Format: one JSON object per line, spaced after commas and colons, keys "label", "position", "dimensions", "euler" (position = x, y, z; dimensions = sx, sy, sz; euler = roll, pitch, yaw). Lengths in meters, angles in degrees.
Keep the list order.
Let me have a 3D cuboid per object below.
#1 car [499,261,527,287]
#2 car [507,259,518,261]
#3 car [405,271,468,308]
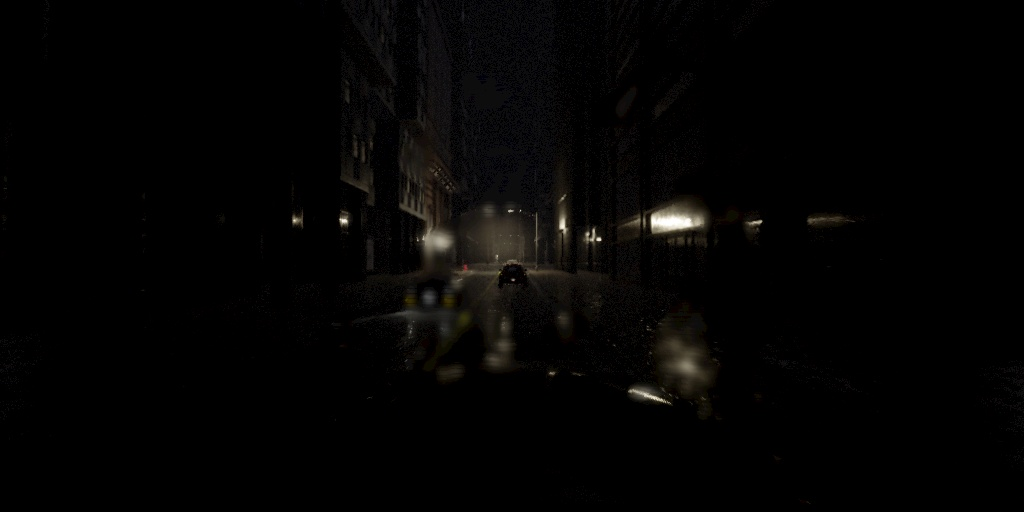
{"label": "car", "position": [0.074, 1.316, 24.857], "dimensions": [1.812, 1.442, 4.674], "euler": [0, 0, 0]}
{"label": "car", "position": [0.049, 1.205, 44.936], "dimensions": [2.097, 1.767, 4.553], "euler": [0, 0, 0]}
{"label": "car", "position": [-3.016, 1.337, 15.063], "dimensions": [1.994, 1.385, 4.181], "euler": [0, 0, 0]}
